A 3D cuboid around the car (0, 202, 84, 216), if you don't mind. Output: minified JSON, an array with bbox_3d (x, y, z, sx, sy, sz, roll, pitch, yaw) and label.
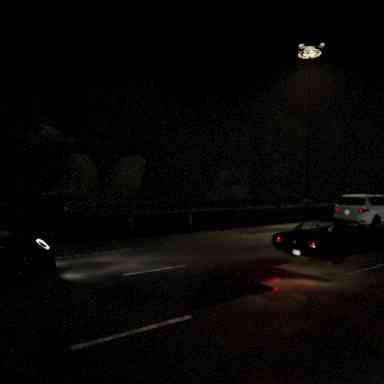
[{"bbox_3d":[-8.904,1.548,19.133,5.357,1.411,2.033,0,0,-35],"label":"car"}]

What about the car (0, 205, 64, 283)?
[{"bbox_3d":[-5.845,1.354,8.175,4.553,1.767,2.097,0,0,-36],"label":"car"}]

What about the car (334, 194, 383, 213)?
[{"bbox_3d":[10.828,1.159,20.089,5.566,2.045,2.150,-1,0,-36],"label":"car"}]

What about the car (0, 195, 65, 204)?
[{"bbox_3d":[-11.070,1.224,21.887,5.566,2.045,2.150,0,0,-35],"label":"car"}]

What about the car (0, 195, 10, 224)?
[{"bbox_3d":[-15.773,1.224,22.832,5.566,2.045,2.150,0,0,-36],"label":"car"}]

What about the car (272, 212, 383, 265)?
[{"bbox_3d":[5.076,1.587,11.677,4.718,1.301,1.895,0,0,-36],"label":"car"}]
